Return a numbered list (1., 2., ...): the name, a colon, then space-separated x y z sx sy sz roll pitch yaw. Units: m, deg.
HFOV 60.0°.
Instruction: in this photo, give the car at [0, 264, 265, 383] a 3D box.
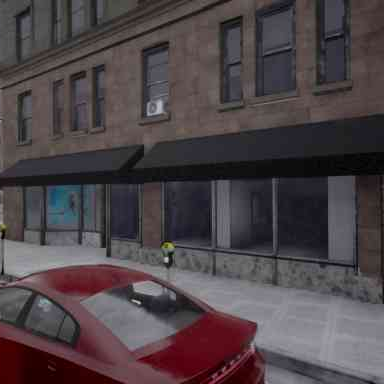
1. car: -1.416 1.545 3.876 4.507 1.381 1.887 0 0 36
